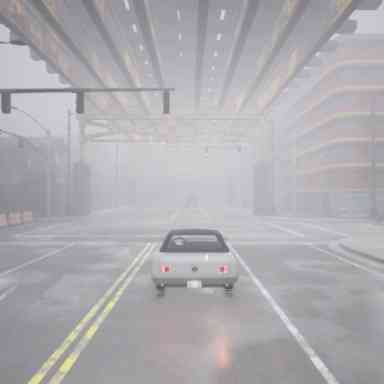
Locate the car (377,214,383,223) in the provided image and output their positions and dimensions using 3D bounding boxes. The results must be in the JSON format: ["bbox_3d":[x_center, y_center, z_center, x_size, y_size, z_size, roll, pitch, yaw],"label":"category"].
[{"bbox_3d":[16.343,1.730,23.862,5.357,1.411,2.033,0,0,0],"label":"car"}]

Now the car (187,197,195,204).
[{"bbox_3d":[-0.236,1.939,77.240,1.837,1.490,4.892,0,0,0],"label":"car"}]

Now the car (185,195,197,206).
[{"bbox_3d":[-0.097,1.670,65.220,2.150,2.045,5.566,0,0,-1],"label":"car"}]

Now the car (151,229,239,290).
[{"bbox_3d":[0.057,1.673,9.239,1.895,1.301,4.718,0,0,0],"label":"car"}]
